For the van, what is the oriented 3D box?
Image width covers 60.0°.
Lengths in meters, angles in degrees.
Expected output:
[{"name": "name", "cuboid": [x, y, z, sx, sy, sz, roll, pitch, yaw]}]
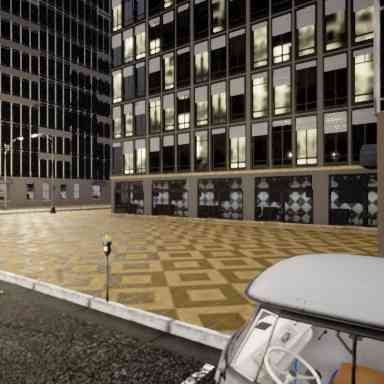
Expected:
[{"name": "van", "cuboid": [1.933, 1.341, 1.500, 3.998, 1.788, 1.690, 0, 0, 35]}]
